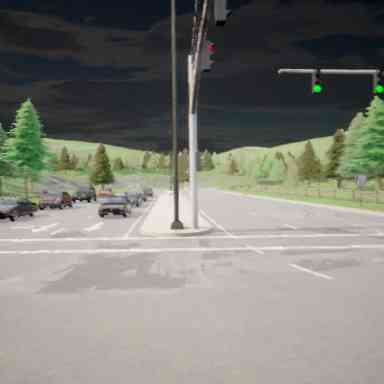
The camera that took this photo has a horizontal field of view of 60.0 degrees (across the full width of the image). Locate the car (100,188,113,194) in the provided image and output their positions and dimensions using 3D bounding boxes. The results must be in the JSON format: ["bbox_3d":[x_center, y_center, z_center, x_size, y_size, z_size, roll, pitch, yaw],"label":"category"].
[{"bbox_3d":[-14.930,0.125,57.457,2.097,1.767,4.553,-1,2,-3],"label":"car"}]

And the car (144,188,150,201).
[{"bbox_3d":[-6.992,0.523,43.880,1.812,1.442,4.674,-1,2,-4],"label":"car"}]

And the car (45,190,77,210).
[{"bbox_3d":[-13.138,0.730,32.204,2.097,1.767,4.553,-1,1,-4],"label":"car"}]

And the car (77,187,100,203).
[{"bbox_3d":[-13.983,0.331,43.391,2.150,2.045,5.566,-1,2,-4],"label":"car"}]

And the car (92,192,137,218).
[{"bbox_3d":[-5.531,1.007,24.485,2.033,1.411,5.357,-1,1,-4],"label":"car"}]

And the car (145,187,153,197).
[{"bbox_3d":[-7.969,0.001,58.363,2.097,1.767,4.553,-1,2,-3],"label":"car"}]

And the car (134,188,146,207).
[{"bbox_3d":[-6.261,0.720,34.171,2.128,1.511,4.902,-1,1,-4],"label":"car"}]

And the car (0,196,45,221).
[{"bbox_3d":[-12.440,1.143,23.054,2.033,1.411,5.357,-1,1,-4],"label":"car"}]
